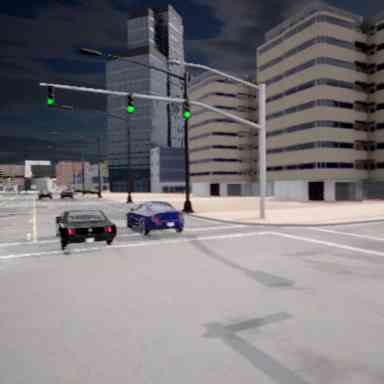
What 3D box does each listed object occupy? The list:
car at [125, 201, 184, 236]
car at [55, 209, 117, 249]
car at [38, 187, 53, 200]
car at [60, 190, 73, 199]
[{"bbox_3d":[-1.901,1.169,16.225,1.812,1.442,4.674,-1,1,-25],"label":"car"},{"bbox_3d":[-4.479,1.342,13.495,1.895,1.301,4.718,-1,1,-25],"label":"car"},{"bbox_3d":[-25.386,0.367,57.437,2.097,1.767,4.553,-1,1,-25],"label":"car"},{"bbox_3d":[-22.190,0.443,58.871,1.837,1.490,4.892,-1,1,-25],"label":"car"}]
